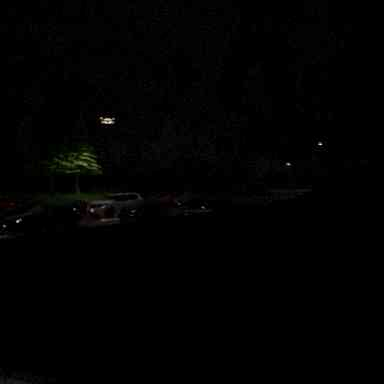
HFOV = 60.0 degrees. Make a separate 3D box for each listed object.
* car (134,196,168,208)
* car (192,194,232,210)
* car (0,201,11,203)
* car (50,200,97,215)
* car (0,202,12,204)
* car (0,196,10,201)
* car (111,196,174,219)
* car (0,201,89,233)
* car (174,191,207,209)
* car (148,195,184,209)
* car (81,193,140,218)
[{"bbox_3d":[-5.440,1.292,44.752,1.837,1.490,4.892,-1,0,33],"label":"car"},{"bbox_3d":[2.628,1.232,37.908,2.033,1.411,5.357,-1,0,33],"label":"car"},{"bbox_3d":[-14.792,1.629,23.914,1.812,1.442,4.674,-1,0,33],"label":"car"},{"bbox_3d":[-12.148,1.546,34.434,1.994,1.385,4.181,-1,0,33],"label":"car"},{"bbox_3d":[-11.755,1.623,22.204,1.994,1.385,4.181,-1,0,33],"label":"car"},{"bbox_3d":[-17.275,1.353,26.563,2.150,2.045,5.566,-1,0,33],"label":"car"},{"bbox_3d":[-3.973,1.354,27.760,1.882,1.535,5.008,-1,0,33],"label":"car"},{"bbox_3d":[-8.917,1.546,20.108,1.812,1.442,4.674,-1,0,33],"label":"car"},{"bbox_3d":[0.058,0.935,40.376,2.150,2.045,5.566,-1,1,33],"label":"car"},{"bbox_3d":[-3.156,1.242,41.848,1.882,1.535,5.008,-1,0,33],"label":"car"},{"bbox_3d":[-6.767,1.135,29.894,2.150,2.045,5.566,-1,0,33],"label":"car"}]
